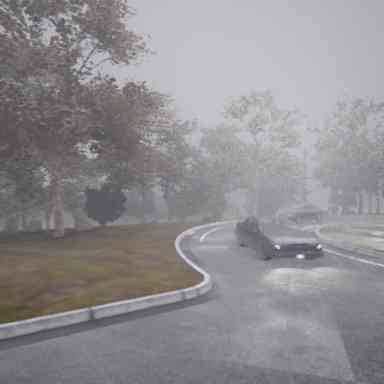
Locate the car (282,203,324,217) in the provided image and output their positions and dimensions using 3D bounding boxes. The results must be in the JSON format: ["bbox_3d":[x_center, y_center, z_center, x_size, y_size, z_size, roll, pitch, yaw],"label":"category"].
[{"bbox_3d":[8.873,1.729,27.309,4.892,1.490,1.837,0,-1,-37],"label":"car"}]

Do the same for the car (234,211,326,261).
[{"bbox_3d":[3.082,1.646,13.040,2.033,1.411,5.357,0,0,-7],"label":"car"}]
